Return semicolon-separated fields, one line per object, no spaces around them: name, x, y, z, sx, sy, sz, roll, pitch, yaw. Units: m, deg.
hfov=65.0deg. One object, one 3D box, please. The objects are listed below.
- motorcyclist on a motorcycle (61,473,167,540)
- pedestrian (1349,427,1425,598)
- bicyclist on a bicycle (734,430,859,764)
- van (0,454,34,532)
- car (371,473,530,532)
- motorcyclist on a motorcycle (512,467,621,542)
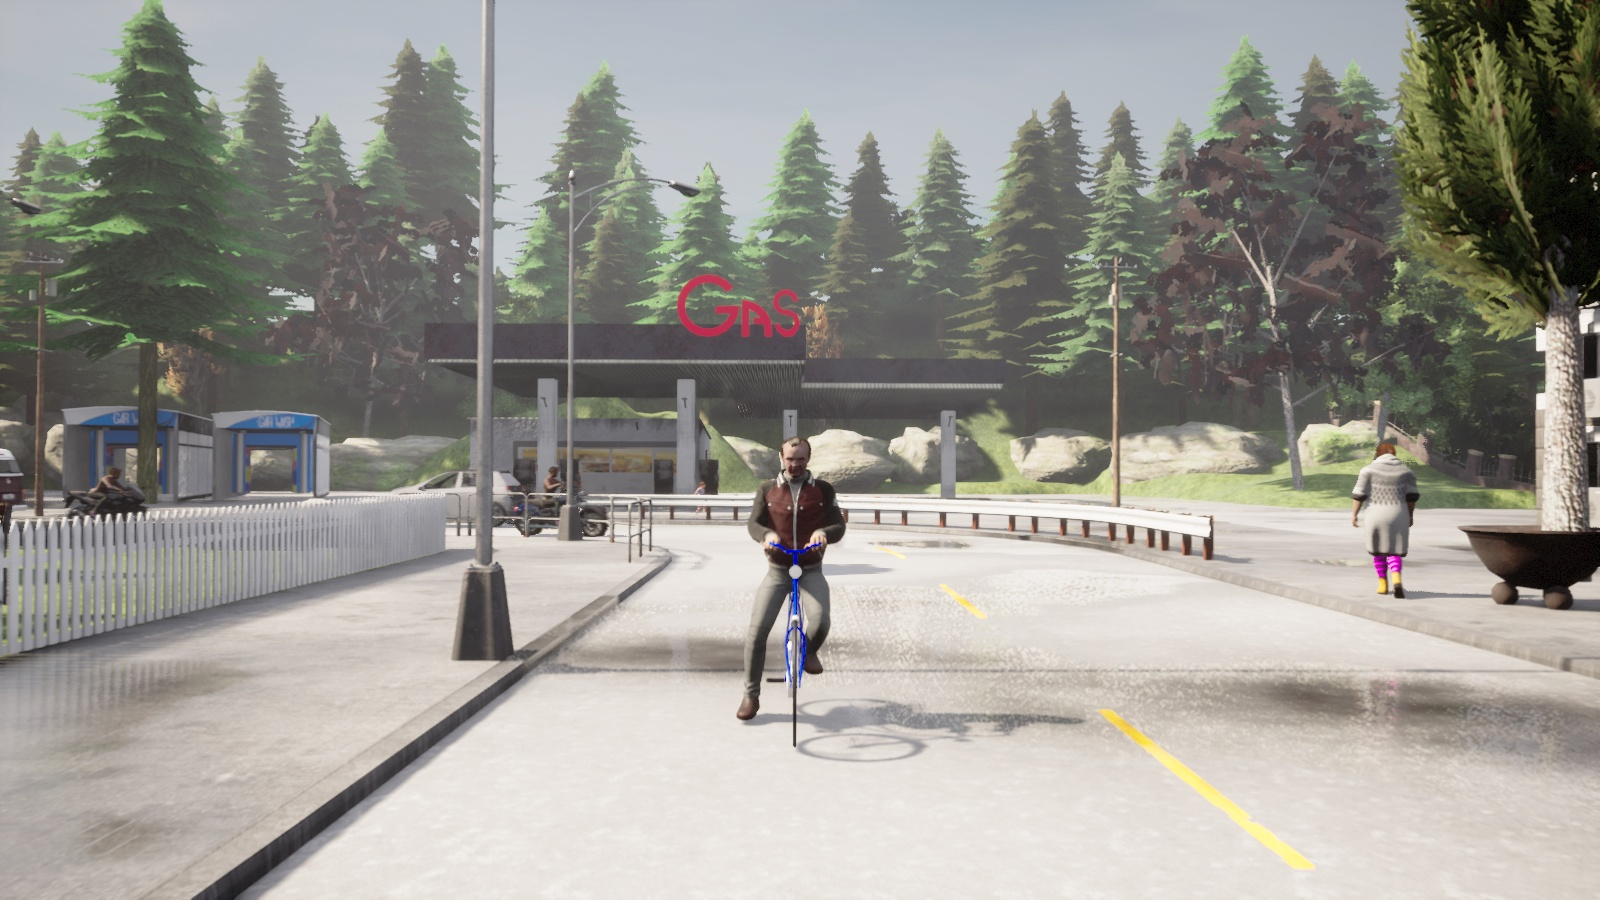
motorcyclist on a motorcycle;-15.972;1.300;29.266;2.044;1.523;0.797;0;-1;0
pedestrian;6.919;0.718;14.842;0.659;1.952;0.873;0;-1;16
bicyclist on a bicycle;-0.022;0.798;7.619;0.659;1.776;1.843;0;-1;0
van;-23.164;1.132;33.237;4.480;2.038;2.069;0;-1;0
car;-9.197;1.365;33.217;3.633;1.501;1.845;0;-1;5
motorcyclist on a motorcycle;-5.304;1.215;28.500;2.350;1.649;0.766;0;0;18
